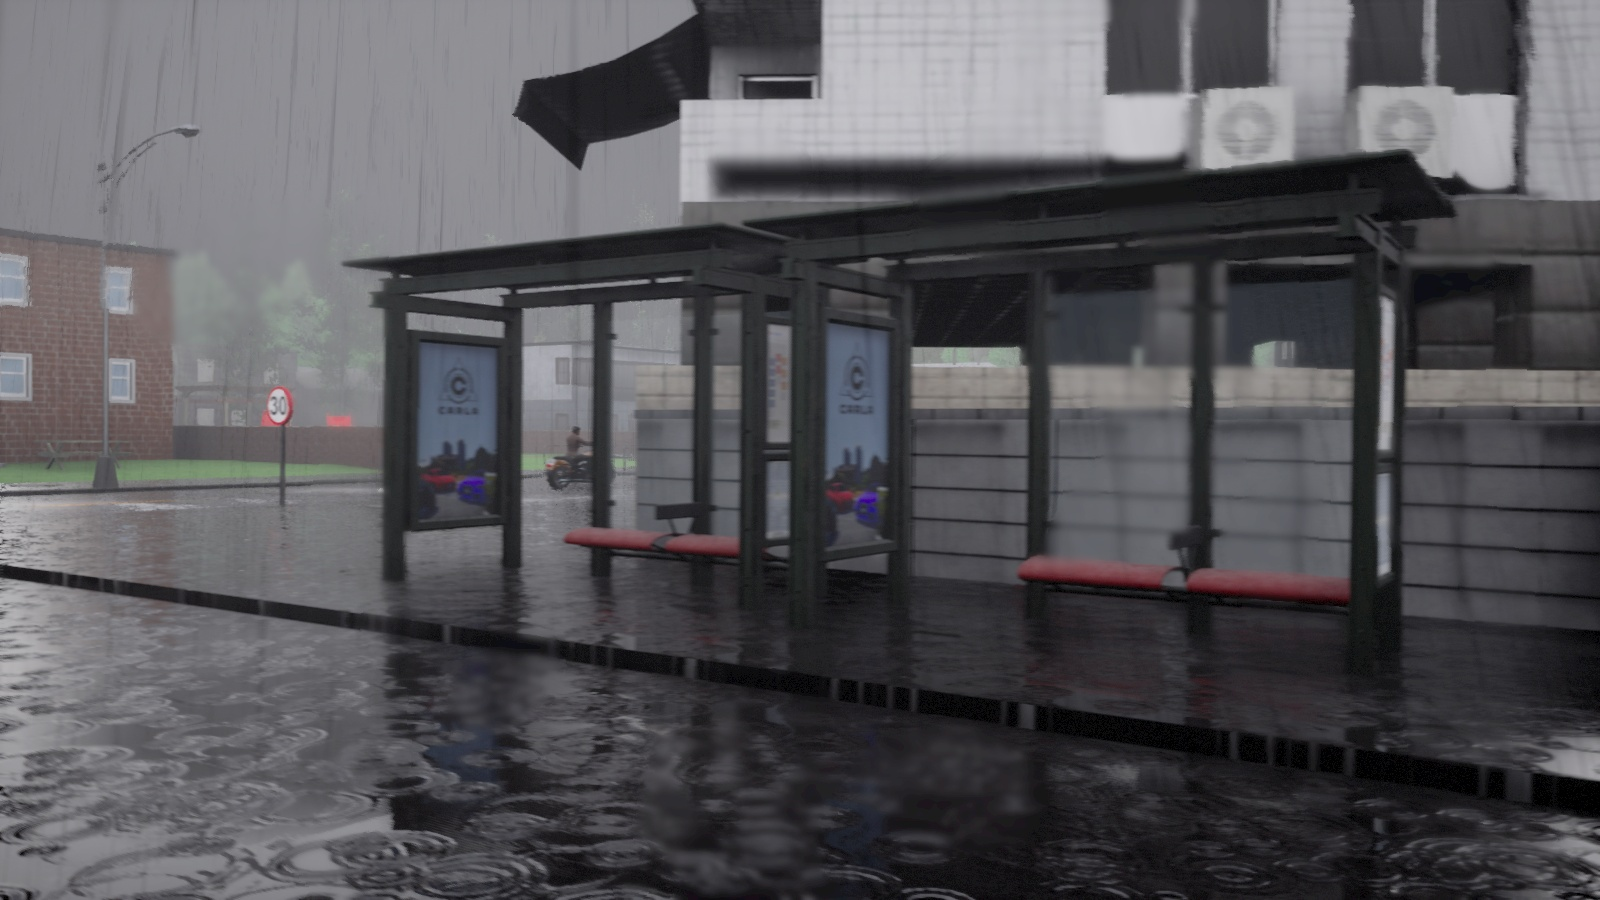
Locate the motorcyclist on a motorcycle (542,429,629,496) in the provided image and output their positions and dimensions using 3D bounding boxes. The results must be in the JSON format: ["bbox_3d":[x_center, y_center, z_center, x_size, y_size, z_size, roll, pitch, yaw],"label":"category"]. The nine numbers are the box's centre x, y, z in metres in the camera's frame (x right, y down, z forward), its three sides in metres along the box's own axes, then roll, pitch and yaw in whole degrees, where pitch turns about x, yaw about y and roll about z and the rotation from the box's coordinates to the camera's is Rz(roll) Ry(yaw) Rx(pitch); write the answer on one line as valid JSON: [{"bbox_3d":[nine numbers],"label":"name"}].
[{"bbox_3d":[-5.439,0.295,31.946,0.766,1.649,2.350,0,1,34],"label":"motorcyclist on a motorcycle"}]
